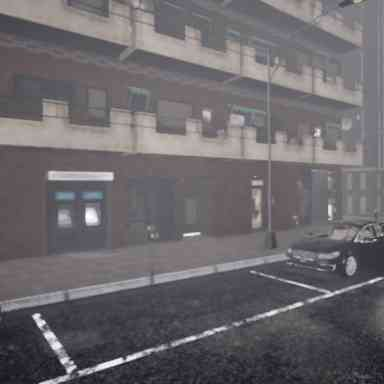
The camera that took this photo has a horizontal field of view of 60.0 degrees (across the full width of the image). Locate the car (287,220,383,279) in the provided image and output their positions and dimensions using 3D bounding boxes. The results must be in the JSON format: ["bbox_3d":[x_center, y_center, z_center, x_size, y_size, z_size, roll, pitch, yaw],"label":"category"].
[{"bbox_3d":[4.657,1.532,9.893,4.403,1.369,2.008,0,-1,-35],"label":"car"}]

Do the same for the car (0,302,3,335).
[{"bbox_3d":[-4.464,1.555,3.387,4.403,1.369,2.008,0,-1,-35],"label":"car"}]
